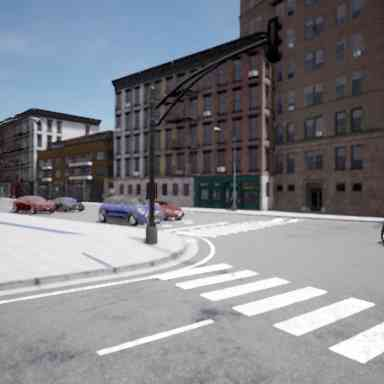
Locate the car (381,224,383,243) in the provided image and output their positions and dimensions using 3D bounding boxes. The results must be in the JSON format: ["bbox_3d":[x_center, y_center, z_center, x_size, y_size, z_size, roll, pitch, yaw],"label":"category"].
[{"bbox_3d":[8.836,1.355,12.172,2.097,1.767,4.553,1,1,8],"label":"car"}]

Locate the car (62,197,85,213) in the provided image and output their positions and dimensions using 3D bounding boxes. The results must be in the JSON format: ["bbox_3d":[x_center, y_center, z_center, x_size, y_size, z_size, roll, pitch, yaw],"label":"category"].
[{"bbox_3d":[-12.050,1.194,31.685,4.181,1.385,1.994,1,0,39],"label":"car"}]

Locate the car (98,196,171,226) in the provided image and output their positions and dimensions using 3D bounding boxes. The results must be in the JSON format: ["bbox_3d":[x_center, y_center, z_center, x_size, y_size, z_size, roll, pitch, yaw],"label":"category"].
[{"bbox_3d":[-3.892,1.103,21.099,4.553,1.767,2.097,1,0,39],"label":"car"}]

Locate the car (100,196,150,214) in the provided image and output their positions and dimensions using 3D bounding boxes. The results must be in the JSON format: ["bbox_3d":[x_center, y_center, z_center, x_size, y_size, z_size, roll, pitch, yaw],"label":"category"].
[{"bbox_3d":[-6.447,1.175,31.624,5.008,1.535,1.882,1,0,38],"label":"car"}]

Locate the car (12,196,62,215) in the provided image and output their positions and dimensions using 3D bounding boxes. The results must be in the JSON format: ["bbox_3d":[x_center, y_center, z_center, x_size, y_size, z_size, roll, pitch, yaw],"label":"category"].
[{"bbox_3d":[-13.764,1.093,28.888,5.008,1.535,1.882,1,0,39],"label":"car"}]

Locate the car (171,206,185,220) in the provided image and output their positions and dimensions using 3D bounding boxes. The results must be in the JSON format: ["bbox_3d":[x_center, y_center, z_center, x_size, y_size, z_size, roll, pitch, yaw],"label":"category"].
[{"bbox_3d":[-2.686,1.285,24.349,4.674,1.442,1.812,1,0,38],"label":"car"}]
